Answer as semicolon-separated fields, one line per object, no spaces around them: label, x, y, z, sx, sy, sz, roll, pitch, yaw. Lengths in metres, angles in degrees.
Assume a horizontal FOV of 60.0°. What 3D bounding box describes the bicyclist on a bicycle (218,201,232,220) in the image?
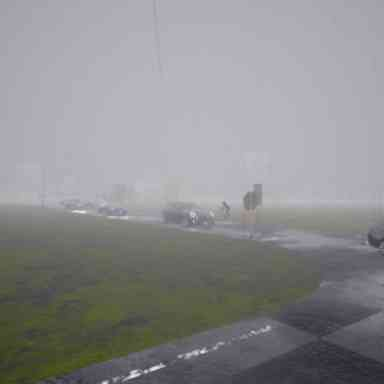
bicyclist on a bicycle;2.929;1.640;29.328;1.656;1.620;0.582;0;0;-35

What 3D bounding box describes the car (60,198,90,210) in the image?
car;-16.385;1.718;46.529;2.128;1.511;4.902;0;0;-35

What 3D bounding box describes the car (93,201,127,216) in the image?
car;-8.479;1.708;35.192;1.812;1.442;4.674;0;-1;-35

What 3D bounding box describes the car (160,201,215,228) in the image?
car;-0.375;1.492;23.643;2.097;1.767;4.553;0;0;-35

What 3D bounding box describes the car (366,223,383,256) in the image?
car;8.468;1.590;11.060;2.128;1.511;4.902;0;-1;-35

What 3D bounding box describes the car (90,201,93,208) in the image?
car;-17.004;1.863;52.434;1.895;1.301;4.718;0;0;-35
